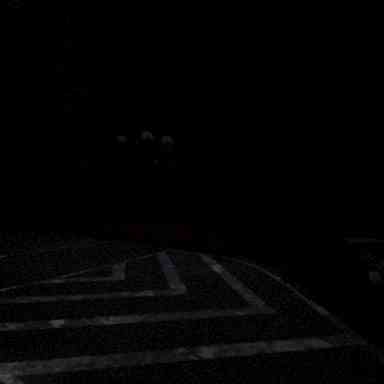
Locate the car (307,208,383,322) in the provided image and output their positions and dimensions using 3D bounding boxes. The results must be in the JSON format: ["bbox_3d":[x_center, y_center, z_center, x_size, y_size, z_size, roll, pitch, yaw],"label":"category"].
[{"bbox_3d":[3.814,1.346,7.168,1.905,1.878,3.866,0,0,4],"label":"car"}]
